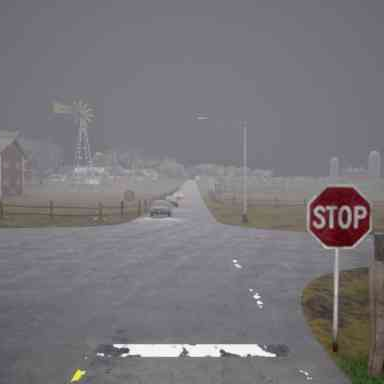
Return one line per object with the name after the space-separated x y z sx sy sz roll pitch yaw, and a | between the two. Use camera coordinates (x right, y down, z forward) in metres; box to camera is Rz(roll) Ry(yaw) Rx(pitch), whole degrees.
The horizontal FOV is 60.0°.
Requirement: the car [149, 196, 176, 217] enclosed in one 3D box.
-2.788 1.443 30.850 1.837 1.490 4.892 0 1 0 | car

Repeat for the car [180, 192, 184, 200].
-2.617 0.714 65.350 1.882 1.535 5.008 0 1 0 | car

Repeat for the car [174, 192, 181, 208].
-2.760 1.228 43.653 1.882 1.535 5.008 0 1 0 | car
